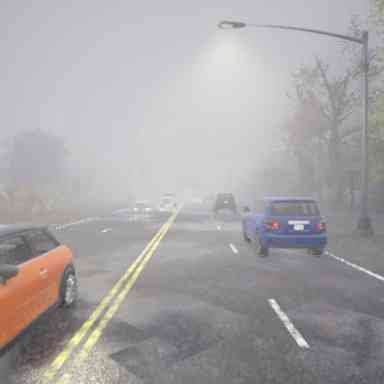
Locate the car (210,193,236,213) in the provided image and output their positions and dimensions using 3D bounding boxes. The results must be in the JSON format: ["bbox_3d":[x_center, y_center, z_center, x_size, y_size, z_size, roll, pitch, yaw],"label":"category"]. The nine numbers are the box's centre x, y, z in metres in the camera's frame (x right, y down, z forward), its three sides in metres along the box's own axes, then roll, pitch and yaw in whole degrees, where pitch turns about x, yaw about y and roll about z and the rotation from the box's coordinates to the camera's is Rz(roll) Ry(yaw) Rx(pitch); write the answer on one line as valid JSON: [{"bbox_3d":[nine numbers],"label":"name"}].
[{"bbox_3d":[3.360,1.098,35.214,2.150,2.045,5.566,0,0,0],"label":"car"}]

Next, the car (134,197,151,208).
[{"bbox_3d":[-6.590,1.367,44.954,1.812,1.442,4.674,0,0,0],"label":"car"}]

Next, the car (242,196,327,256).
[{"bbox_3d":[3.350,1.178,13.008,2.150,2.045,5.566,0,0,1],"label":"car"}]

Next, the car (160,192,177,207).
[{"bbox_3d":[-3.325,1.056,47.551,2.150,2.045,5.566,0,0,0],"label":"car"}]

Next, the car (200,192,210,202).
[{"bbox_3d":[3.246,1.232,68.037,2.128,1.511,4.902,0,1,0],"label":"car"}]

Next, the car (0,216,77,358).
[{"bbox_3d":[-3.349,1.337,4.750,2.097,1.767,4.553,0,0,0],"label":"car"}]
